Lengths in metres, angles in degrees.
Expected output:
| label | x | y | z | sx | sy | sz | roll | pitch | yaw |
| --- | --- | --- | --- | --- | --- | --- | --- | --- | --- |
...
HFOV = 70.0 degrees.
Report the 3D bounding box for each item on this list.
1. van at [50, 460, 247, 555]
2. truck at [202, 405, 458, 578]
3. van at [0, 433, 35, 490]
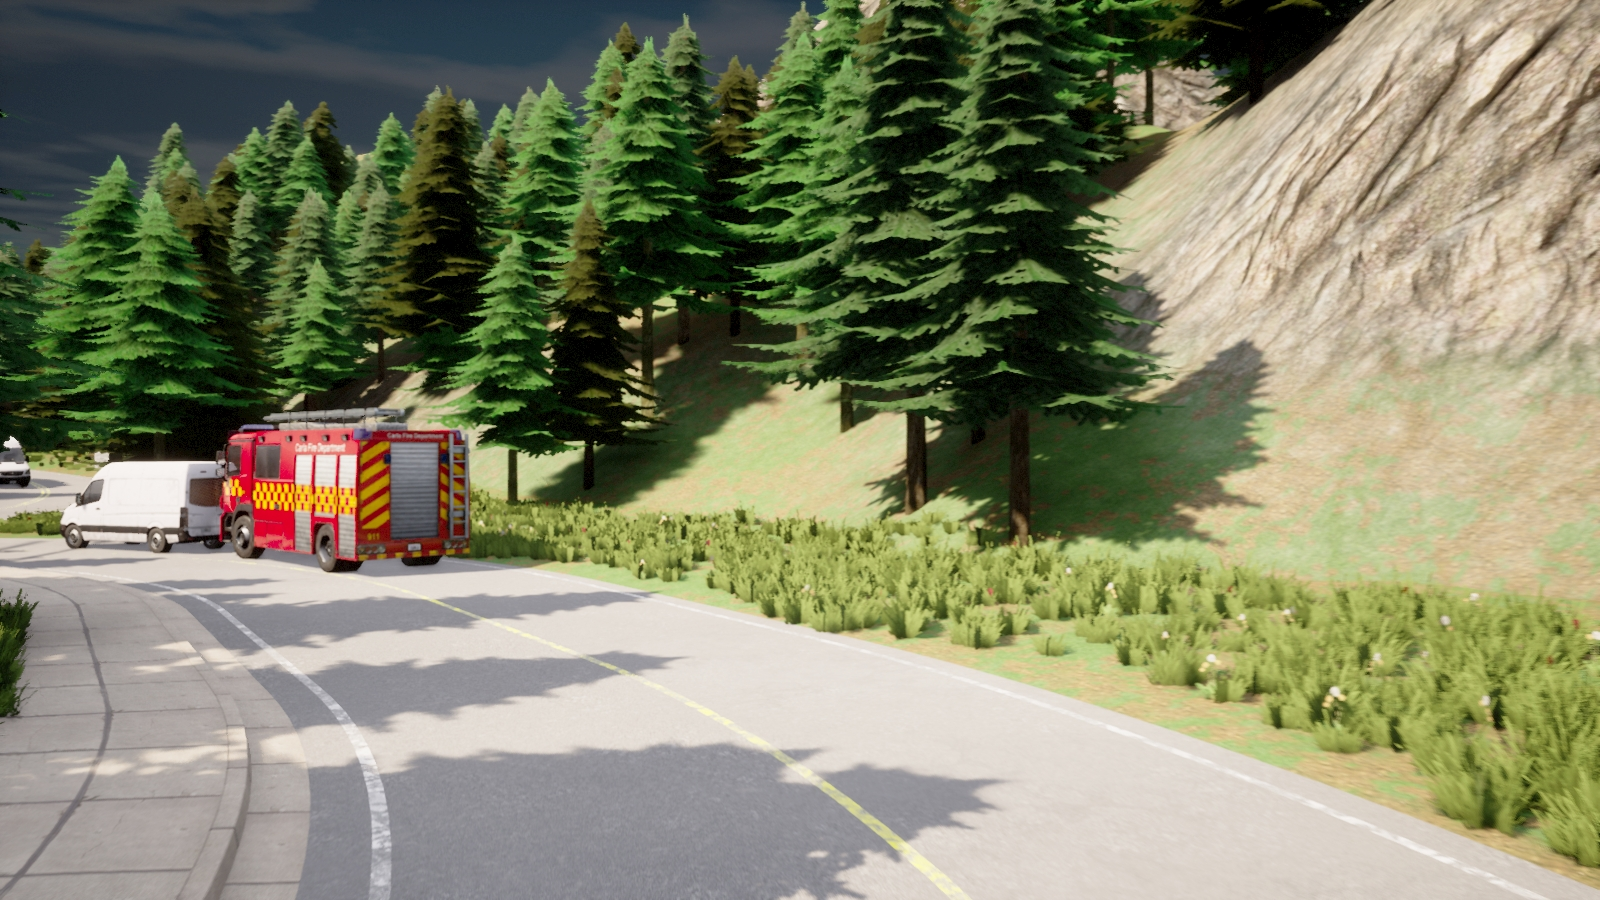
| label | x | y | z | sx | sy | sz | roll | pitch | yaw |
| --- | --- | --- | --- | --- | --- | --- | --- | --- | --- |
| van | -19.053 | 1.588 | 33.364 | 5.915 | 2.561 | 1.988 | 0 | 0 | 25 |
| truck | -12.262 | 0.934 | 29.305 | 8.468 | 3.827 | 2.891 | 0 | 0 | 44 |
| van | -43.310 | 0.548 | 61.371 | 5.915 | 2.561 | 1.988 | 6 | 4 | 39 |
